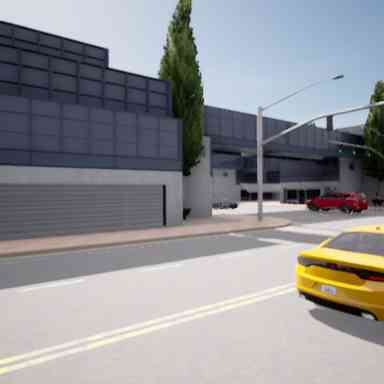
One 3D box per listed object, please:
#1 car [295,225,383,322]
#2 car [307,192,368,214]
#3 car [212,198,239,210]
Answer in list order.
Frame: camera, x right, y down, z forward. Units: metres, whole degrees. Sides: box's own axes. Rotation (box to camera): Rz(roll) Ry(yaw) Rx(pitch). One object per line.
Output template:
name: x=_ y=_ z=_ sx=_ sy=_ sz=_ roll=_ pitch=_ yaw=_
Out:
car: x=4.249 y=1.422 z=6.878 sx=5.008 sy=1.535 sz=1.882 roll=-1 pitch=0 yaw=-36
car: x=13.898 y=0.995 z=32.056 sx=2.150 sy=2.045 sz=5.566 roll=0 pitch=0 yaw=-36
car: x=3.541 y=1.369 z=39.444 sx=1.994 sy=1.385 sz=4.181 roll=-1 pitch=0 yaw=-37
